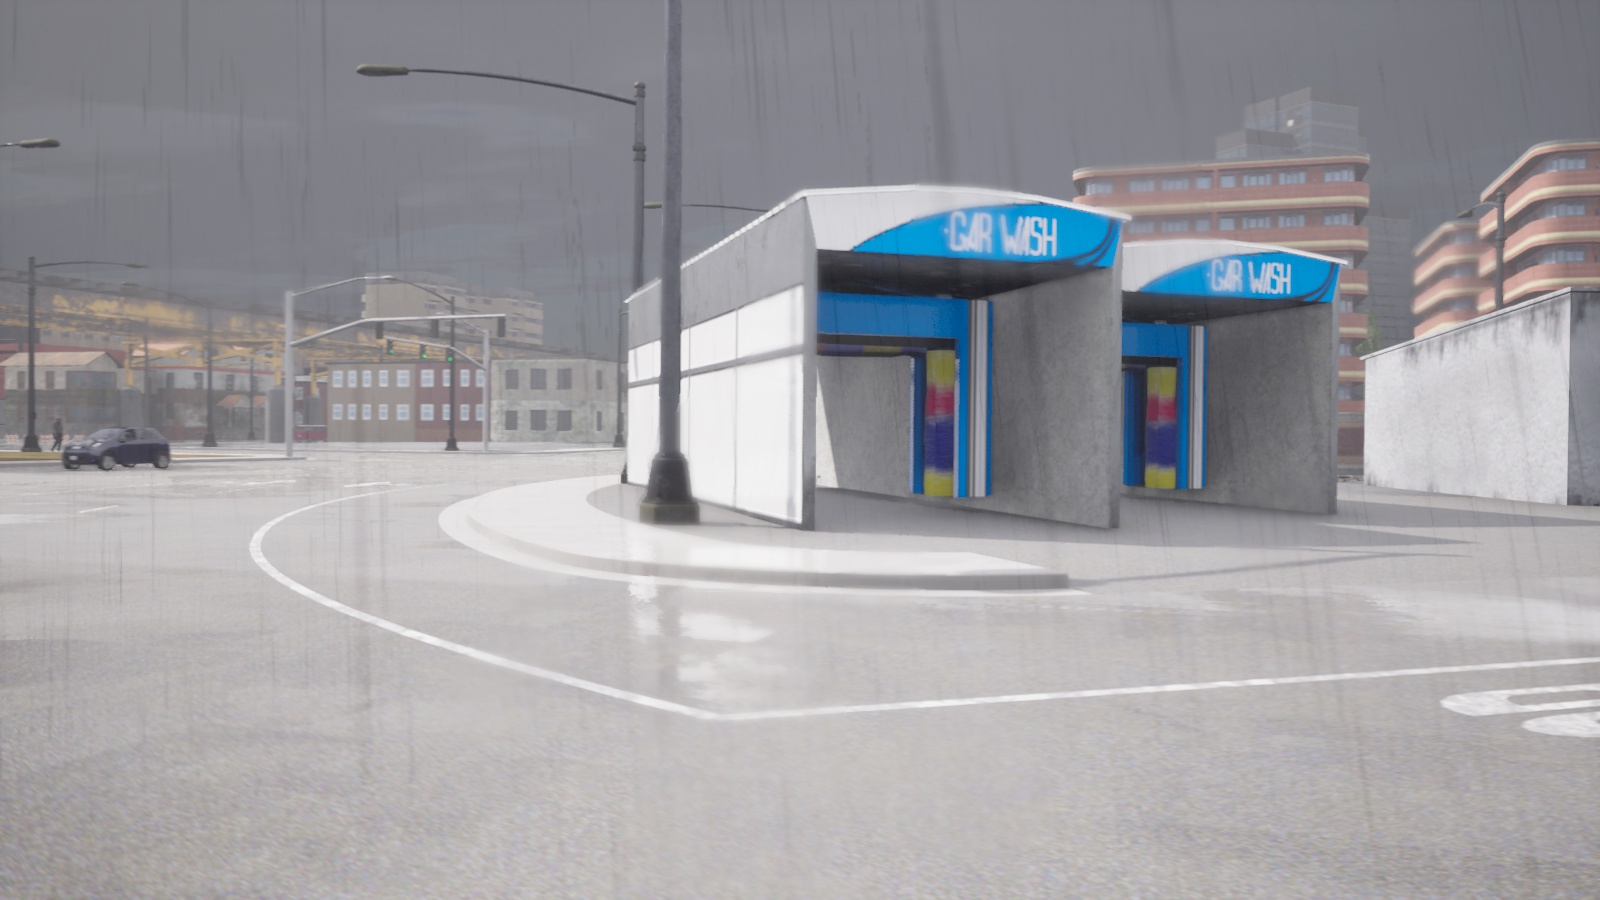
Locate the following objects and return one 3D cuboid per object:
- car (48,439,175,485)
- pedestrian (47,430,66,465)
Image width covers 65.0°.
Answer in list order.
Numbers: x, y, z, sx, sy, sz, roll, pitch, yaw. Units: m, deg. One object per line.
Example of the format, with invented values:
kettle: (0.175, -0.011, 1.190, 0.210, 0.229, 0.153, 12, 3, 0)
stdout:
car: (-23.923, 0.396, 43.769, 1.845, 1.501, 3.633, 0, 1, 15)
pedestrian: (-39.688, -0.127, 67.037, 0.694, 1.848, 0.540, 0, 1, 16)
